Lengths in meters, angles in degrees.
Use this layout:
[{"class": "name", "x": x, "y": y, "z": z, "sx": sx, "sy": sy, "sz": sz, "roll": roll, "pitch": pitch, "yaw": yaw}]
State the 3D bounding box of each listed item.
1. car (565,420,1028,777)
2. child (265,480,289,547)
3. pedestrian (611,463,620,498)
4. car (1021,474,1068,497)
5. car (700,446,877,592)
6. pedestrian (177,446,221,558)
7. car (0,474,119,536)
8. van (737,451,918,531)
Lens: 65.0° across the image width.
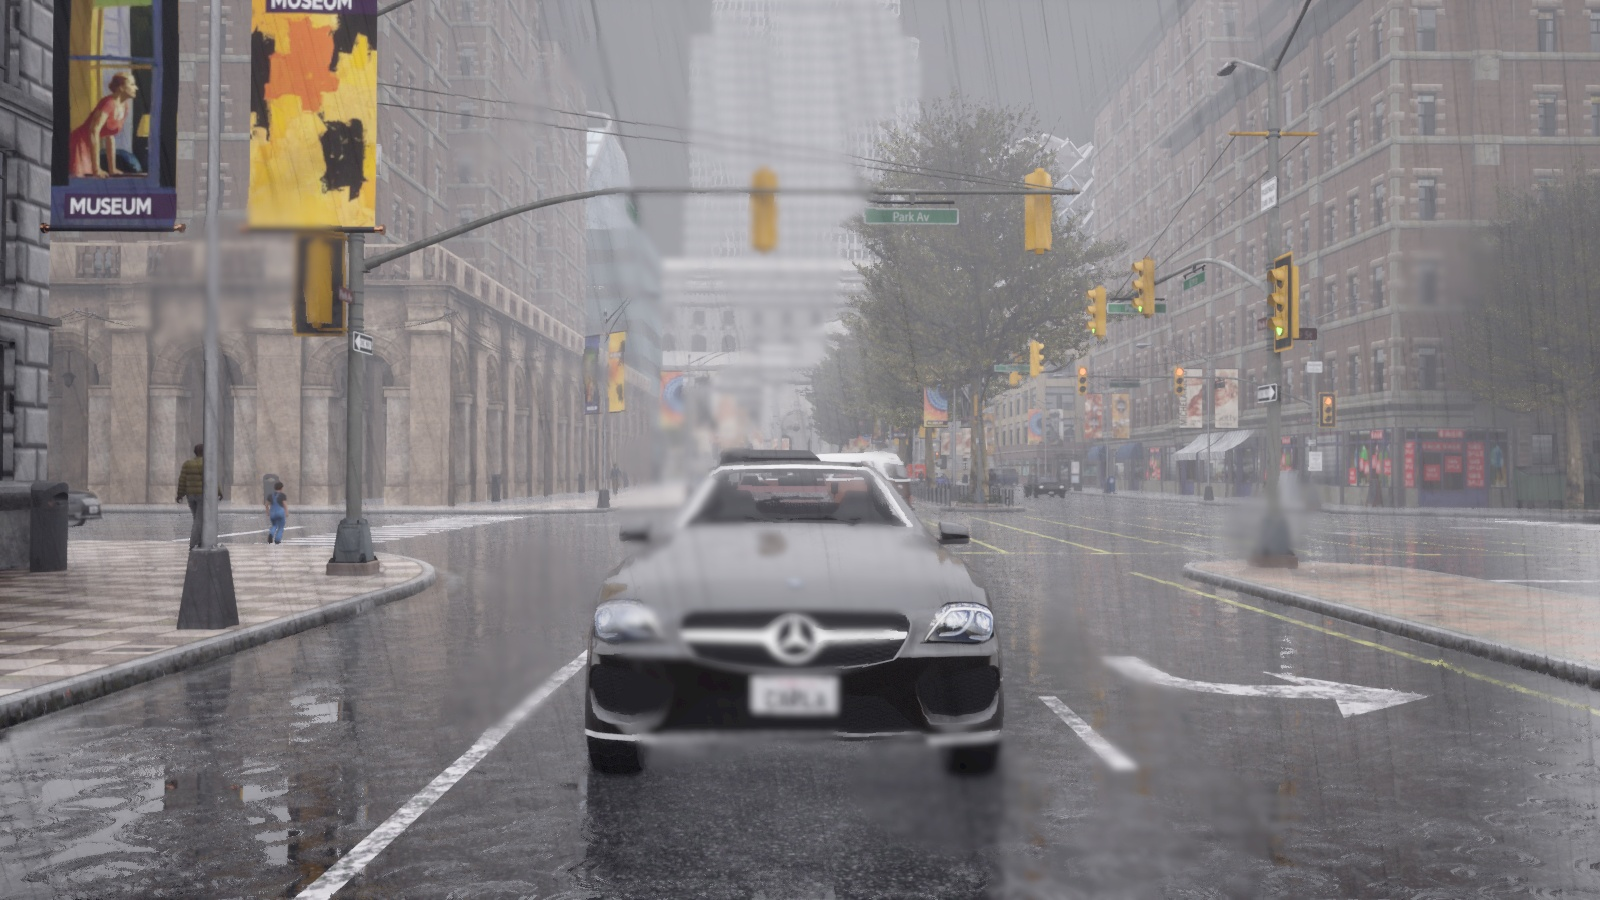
[{"class": "car", "x": -0.025, "y": 0.733, "z": 8.363, "sx": 2.152, "sy": 1.651, "sz": 5.027, "roll": 0, "pitch": -1, "yaw": 0}, {"class": "child", "x": -9.978, "y": 1.210, "z": 23.951, "sx": 0.270, "sy": 1.263, "sz": 0.437, "roll": 0, "pitch": -1, "yaw": 0}, {"class": "pedestrian", "x": -10.235, "y": 1.679, "z": 69.684, "sx": 0.423, "sy": 1.949, "sz": 0.788, "roll": 0, "pitch": -1, "yaw": 0}, {"class": "car", "x": 14.787, "y": 2.131, "z": 76.123, "sx": 1.895, "sy": 1.301, "sz": 4.718, "roll": 0, "pitch": -1, "yaw": 0}, {"class": "car", "x": -0.294, "y": 0.918, "z": 18.273, "sx": 1.905, "sy": 1.878, "sz": 3.866, "roll": 0, "pitch": -1, "yaw": -11}, {"class": "pedestrian", "x": -10.035, "y": 0.863, "z": 20.977, "sx": 0.370, "sy": 1.835, "sz": 0.726, "roll": 0, "pitch": -1, "yaw": 2}, {"class": "car", "x": -20.501, "y": 1.394, "z": 32.232, "sx": 4.902, "sy": 1.511, "sz": 2.128, "roll": 0, "pitch": -1, "yaw": -1}, {"class": "van", "x": 0.728, "y": 1.105, "z": 34.027, "sx": 4.480, "sy": 2.038, "sz": 2.069, "roll": -1, "pitch": -2, "yaw": 30}]
